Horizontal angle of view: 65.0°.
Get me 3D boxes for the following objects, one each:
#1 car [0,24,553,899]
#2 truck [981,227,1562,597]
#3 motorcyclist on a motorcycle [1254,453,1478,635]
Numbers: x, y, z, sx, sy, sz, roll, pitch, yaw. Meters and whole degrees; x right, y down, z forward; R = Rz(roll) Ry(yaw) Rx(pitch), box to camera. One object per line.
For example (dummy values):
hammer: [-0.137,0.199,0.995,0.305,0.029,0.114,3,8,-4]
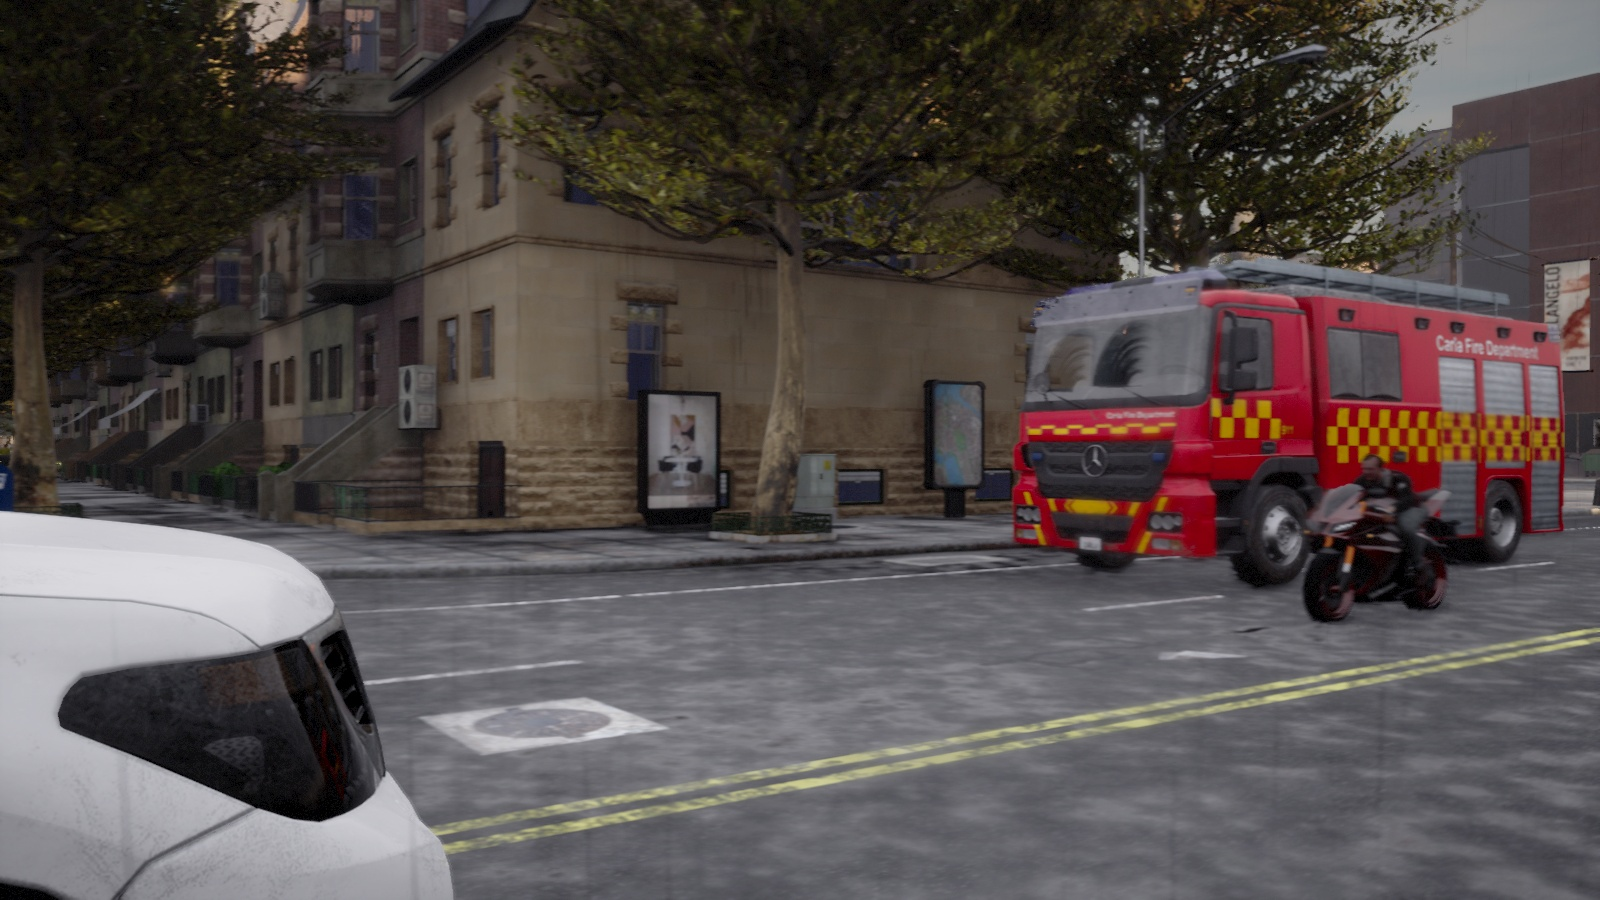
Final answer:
car: [-3.305,0.474,1.357,5.566,2.045,2.150,0,0,-35]
truck: [6.525,-0.394,16.607,8.468,3.827,2.891,0,0,-35]
motorcyclist on a motorcycle: [5.242,0.796,11.572,2.191,1.530,0.866,0,0,-34]
